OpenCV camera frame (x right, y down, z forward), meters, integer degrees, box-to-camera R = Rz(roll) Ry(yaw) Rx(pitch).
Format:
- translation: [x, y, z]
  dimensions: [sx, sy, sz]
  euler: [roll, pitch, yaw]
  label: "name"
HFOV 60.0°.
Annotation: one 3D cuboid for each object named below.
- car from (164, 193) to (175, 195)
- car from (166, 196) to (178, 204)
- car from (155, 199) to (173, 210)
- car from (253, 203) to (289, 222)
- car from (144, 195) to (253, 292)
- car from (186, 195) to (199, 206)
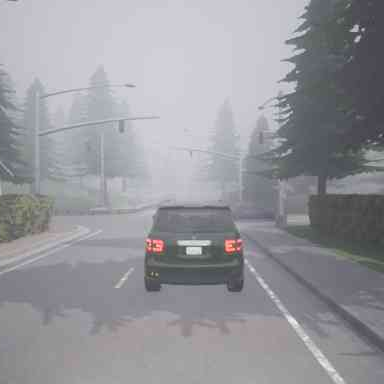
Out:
- translation: [-3.625, 1.221, 53.821]
  dimensions: [2.150, 2.045, 5.566]
  euler: [0, 0, -1]
  label: "car"
- translation: [-3.921, 1.505, 64.250]
  dimensions: [1.837, 1.490, 4.892]
  euler: [0, 0, -8]
  label: "car"
- translation: [-3.627, 1.601, 43.912]
  dimensions: [1.895, 1.301, 4.718]
  euler: [0, 0, 0]
  label: "car"
- translation: [4.534, 1.536, 25.537]
  dimensions: [5.357, 1.411, 2.033]
  euler: [0, 0, 0]
  label: "car"
- translation: [0.057, 1.221, 9.079]
  dimensions: [2.150, 2.045, 5.566]
  euler: [0, 0, 0]
  label: "car"
- translation: [0.065, 1.352, 56.002]
  dimensions: [2.097, 1.767, 4.553]
  euler: [0, 0, 0]
  label: "car"
